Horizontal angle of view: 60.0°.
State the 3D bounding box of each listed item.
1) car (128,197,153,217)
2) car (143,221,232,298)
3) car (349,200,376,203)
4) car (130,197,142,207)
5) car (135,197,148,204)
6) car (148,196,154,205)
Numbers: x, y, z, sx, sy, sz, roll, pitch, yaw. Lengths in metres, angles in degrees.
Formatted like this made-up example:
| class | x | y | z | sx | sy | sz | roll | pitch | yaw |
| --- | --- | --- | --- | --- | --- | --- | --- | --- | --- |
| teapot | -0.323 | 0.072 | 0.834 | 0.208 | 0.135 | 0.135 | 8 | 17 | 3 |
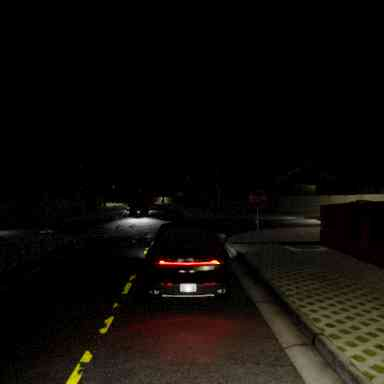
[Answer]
| class | x | y | z | sx | sy | sz | roll | pitch | yaw |
| --- | --- | --- | --- | --- | --- | --- | --- | --- | --- |
| car | -5.158 | 1.583 | 32.520 | 2.128 | 1.511 | 4.902 | 0 | 0 | -8 |
| car | -0.147 | 1.508 | 8.502 | 1.837 | 1.490 | 4.892 | 0 | 0 | -2 |
| car | 11.836 | 1.259 | 23.045 | 5.357 | 1.411 | 2.033 | -1 | 1 | 3 |
| car | -9.884 | 1.730 | 58.360 | 1.882 | 1.535 | 5.008 | 0 | 0 | -13 |
| car | -11.587 | 1.799 | 75.369 | 2.128 | 1.511 | 4.902 | 0 | -1 | -18 |
| car | -8.786 | 1.666 | 65.644 | 2.097 | 1.767 | 4.553 | 0 | -1 | -16 |
